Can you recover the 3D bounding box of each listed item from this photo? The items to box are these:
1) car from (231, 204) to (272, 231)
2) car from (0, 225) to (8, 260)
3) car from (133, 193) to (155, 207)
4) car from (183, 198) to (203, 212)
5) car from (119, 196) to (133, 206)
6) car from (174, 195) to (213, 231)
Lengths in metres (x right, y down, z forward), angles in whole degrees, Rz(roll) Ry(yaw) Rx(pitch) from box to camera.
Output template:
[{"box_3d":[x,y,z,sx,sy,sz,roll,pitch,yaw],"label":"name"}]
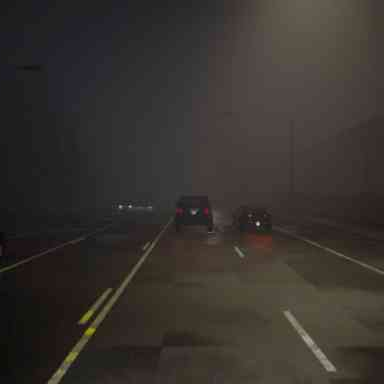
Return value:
[{"box_3d":[3.595,1.478,20.542,1.837,1.490,4.892,0,0,0],"label":"car"},{"box_3d":[-7.103,1.492,9.233,1.837,1.490,4.892,0,0,0],"label":"car"},{"box_3d":[-7.081,1.152,51.266,2.150,2.045,5.566,0,0,0],"label":"car"},{"box_3d":[0.089,1.440,38.622,2.128,1.511,4.902,0,0,0],"label":"car"},{"box_3d":[-10.553,1.452,54.377,1.812,1.442,4.674,0,0,0],"label":"car"},{"box_3d":[0.094,1.194,20.465,2.150,2.045,5.566,0,0,0],"label":"car"}]
